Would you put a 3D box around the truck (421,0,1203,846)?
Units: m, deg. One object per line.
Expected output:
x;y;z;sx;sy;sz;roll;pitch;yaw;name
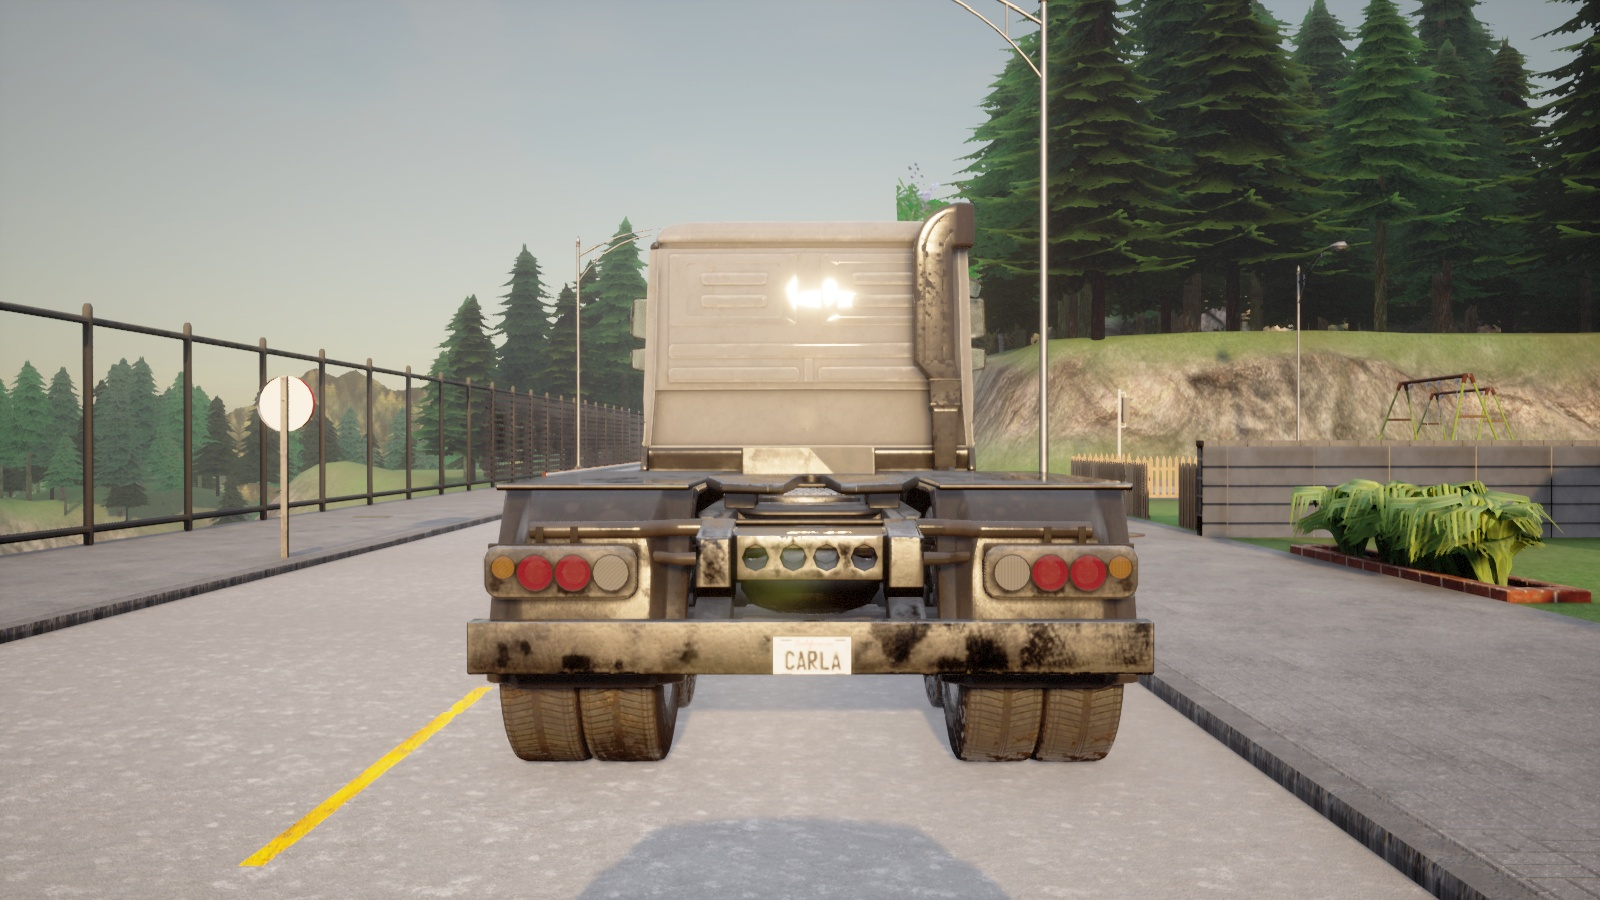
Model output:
0.062;-0.284;8.623;2.891;3.462;7.936;0;0;0;truck
